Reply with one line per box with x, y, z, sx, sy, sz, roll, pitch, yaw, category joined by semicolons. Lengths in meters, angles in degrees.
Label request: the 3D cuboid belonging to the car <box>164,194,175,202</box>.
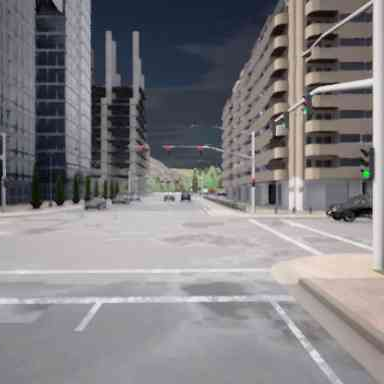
-4.828;1.159;70.260;2.097;1.767;4.553;0;0;-1;car

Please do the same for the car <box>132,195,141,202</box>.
-11.817;1.332;69.582;1.812;1.442;4.674;0;0;-1;car

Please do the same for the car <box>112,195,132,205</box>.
-11.587;1.207;53.929;2.097;1.767;4.553;0;0;-1;car

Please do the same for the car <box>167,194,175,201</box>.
-5.022;1.253;80.353;1.882;1.535;5.008;0;0;-1;car

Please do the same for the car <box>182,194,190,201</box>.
-1.523;1.252;80.421;1.882;1.535;5.008;0;0;-1;car

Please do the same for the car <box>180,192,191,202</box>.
-1.317;1.029;69.688;2.150;2.045;5.566;0;0;-1;car

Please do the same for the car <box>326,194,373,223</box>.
13.079;1.201;25.024;5.566;2.045;2.150;0;0;-1;car

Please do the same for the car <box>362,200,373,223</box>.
14.163;1.480;21.548;4.902;1.511;2.128;0;0;-1;car

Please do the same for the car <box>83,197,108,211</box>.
-11.327;1.399;39.317;1.837;1.490;4.892;0;1;-1;car
